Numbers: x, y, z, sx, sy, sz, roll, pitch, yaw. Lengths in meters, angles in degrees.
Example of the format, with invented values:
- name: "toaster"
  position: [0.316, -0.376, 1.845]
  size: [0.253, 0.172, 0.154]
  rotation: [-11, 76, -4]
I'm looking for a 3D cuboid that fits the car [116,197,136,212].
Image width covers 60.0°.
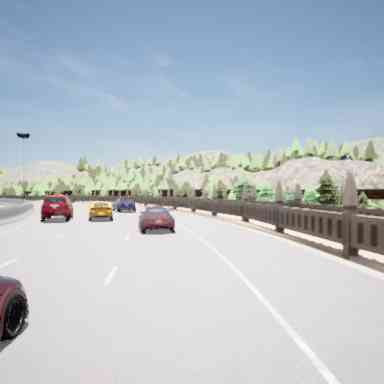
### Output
- name: "car"
  position: [-8.195, 1.431, 39.975]
  size: [2.097, 1.767, 4.553]
  rotation: [0, 0, -22]

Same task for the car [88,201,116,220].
- name: "car"
  position: [-7.865, 1.542, 28.675]
  size: [1.882, 1.535, 5.008]
  rotation: [0, 0, -16]

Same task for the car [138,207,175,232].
- name: "car"
  position: [-2.210, 1.597, 20.325]
  size: [1.994, 1.385, 4.181]
  rotation: [0, 0, -11]

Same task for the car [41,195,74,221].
- name: "car"
  position: [-11.269, 1.299, 27.993]
  size: [2.150, 2.045, 5.566]
  rotation: [0, 0, -16]

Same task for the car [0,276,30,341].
- name: "car"
  position: [-3.666, 1.583, 3.870]
  size: [1.994, 1.385, 4.181]
  rotation: [0, 0, -2]
